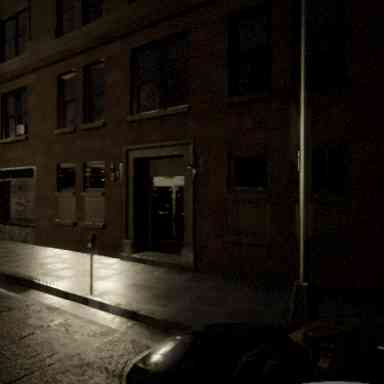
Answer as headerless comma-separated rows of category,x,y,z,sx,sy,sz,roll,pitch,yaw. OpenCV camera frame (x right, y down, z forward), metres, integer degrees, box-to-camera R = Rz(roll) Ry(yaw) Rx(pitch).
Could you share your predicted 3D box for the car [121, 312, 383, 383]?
car,1.365,1.551,2.104,4.403,1.369,2.008,0,0,36
